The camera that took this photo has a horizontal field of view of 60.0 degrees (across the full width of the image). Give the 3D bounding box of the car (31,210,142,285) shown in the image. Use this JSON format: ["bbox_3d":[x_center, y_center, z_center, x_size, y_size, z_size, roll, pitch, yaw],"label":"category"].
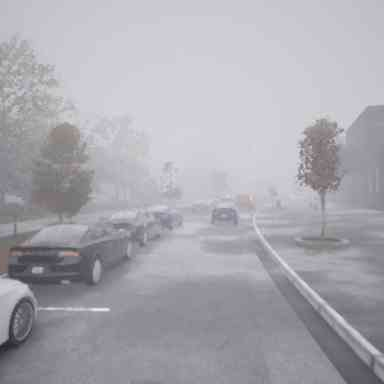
[{"bbox_3d":[-3.160,1.531,9.698,2.097,1.535,5.008,-1,0,5],"label":"car"}]

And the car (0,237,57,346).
[{"bbox_3d":[-3.485,1.550,3.473,2.002,1.452,4.674,-1,0,3],"label":"car"}]

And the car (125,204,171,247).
[{"bbox_3d":[-2.679,1.527,15.388,2.231,1.521,4.892,-1,0,7],"label":"car"}]

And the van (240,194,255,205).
[{"bbox_3d":[10.727,1.424,63.791,1.878,1.987,4.442,-3,-1,23],"label":"van"}]

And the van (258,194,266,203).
[{"bbox_3d":[13.195,1.454,68.811,1.878,1.987,4.442,-3,-1,28],"label":"van"}]

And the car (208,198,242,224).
[{"bbox_3d":[2.623,1.521,25.590,1.882,1.535,5.008,0,0,10],"label":"car"}]

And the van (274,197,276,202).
[{"bbox_3d":[18.627,1.531,78.572,1.878,1.987,4.442,-3,-1,29],"label":"van"}]

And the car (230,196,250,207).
[{"bbox_3d":[8.502,1.621,58.741,1.946,1.575,5.366,-3,-1,24],"label":"car"}]

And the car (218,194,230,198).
[{"bbox_3d":[4.458,1.343,48.148,2.435,2.045,5.566,-4,-1,18],"label":"car"}]

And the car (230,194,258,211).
[{"bbox_3d":[6.814,1.280,42.863,2.150,2.045,5.566,-1,0,17],"label":"car"}]

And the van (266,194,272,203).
[{"bbox_3d":[15.834,1.490,73.741,1.878,1.987,4.442,-3,-1,28],"label":"van"}]

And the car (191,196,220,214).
[{"bbox_3d":[1.272,1.577,37.393,2.231,1.521,4.892,-4,-1,16],"label":"car"}]

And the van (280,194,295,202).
[{"bbox_3d":[24.795,1.624,87.903,1.878,1.987,4.442,-3,-1,34],"label":"van"}]

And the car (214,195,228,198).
[{"bbox_3d":[2.772,1.586,42.780,2.231,1.521,4.892,-4,-1,16],"label":"car"}]

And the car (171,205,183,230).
[{"bbox_3d":[-1.861,1.536,21.662,2.097,1.535,5.008,0,0,9],"label":"car"}]
